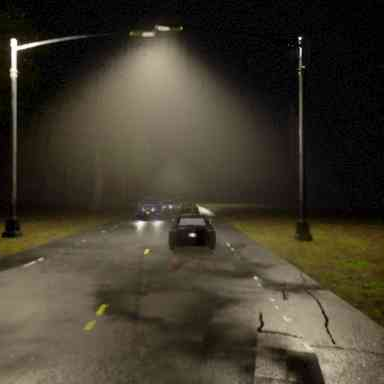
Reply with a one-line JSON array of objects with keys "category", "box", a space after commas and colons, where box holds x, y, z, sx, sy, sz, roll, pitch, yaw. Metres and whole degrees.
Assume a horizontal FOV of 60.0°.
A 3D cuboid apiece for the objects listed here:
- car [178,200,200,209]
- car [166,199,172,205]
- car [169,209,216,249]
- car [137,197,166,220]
[{"category": "car", "box": [-0.294, 1.823, 32.490, 1.837, 1.490, 4.892, 0, -1, -1]}, {"category": "car", "box": [-5.443, 2.232, 73.649, 1.895, 1.301, 4.718, 0, -1, -3]}, {"category": "car", "box": [-0.004, 1.715, 15.279, 1.994, 1.385, 4.181, 0, -1, -1]}, {"category": "car", "box": [-3.985, 1.537, 32.330, 2.150, 2.045, 5.566, 0, -1, -1]}]
